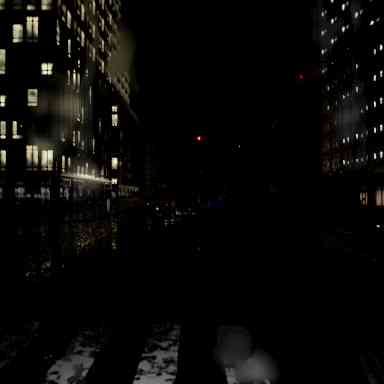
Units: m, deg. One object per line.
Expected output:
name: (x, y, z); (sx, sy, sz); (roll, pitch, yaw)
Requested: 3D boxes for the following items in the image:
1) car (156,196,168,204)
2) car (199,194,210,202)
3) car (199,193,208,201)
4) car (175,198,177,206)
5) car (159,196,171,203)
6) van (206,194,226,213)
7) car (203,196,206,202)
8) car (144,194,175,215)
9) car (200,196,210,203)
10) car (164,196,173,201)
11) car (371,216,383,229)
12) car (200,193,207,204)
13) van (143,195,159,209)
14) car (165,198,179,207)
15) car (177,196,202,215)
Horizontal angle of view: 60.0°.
car: (-5.652, 1.553, 63.568); (1.947, 1.339, 4.313); (0, 0, 0)
car: (2.781, 1.298, 74.609); (2.192, 1.841, 5.009); (0, 0, 0)
car: (2.833, 1.294, 85.687); (2.192, 1.841, 5.009); (0, 0, 0)
car: (-3.155, 1.518, 43.306); (1.812, 1.442, 4.674); (0, 0, 0)
car: (-5.626, 1.536, 69.107); (2.008, 1.369, 4.403); (0, 0, 0)
van: (2.715, 1.334, 35.837); (1.690, 1.788, 3.998); (0, 0, 0)
car: (2.650, 1.537, 41.375); (1.887, 1.381, 4.507); (0, 0, 0)
car: (-3.200, 1.216, 33.527); (2.150, 2.045, 5.566); (0, 0, 0)
car: (2.754, 1.530, 69.069); (1.887, 1.381, 4.507); (0, 0, 0)
car: (-5.574, 1.563, 80.186); (1.802, 1.307, 4.206); (0, 0, 0)
car: (13.826, 1.677, 20.005); (5.357, 1.411, 2.033); (0, 0, -1)
car: (2.730, 1.302, 63.529); (2.192, 1.841, 5.009); (0, 0, 0)
van: (-5.728, 1.332, 46.950); (1.690, 1.788, 3.998); (0, 0, 0)
car: (-3.102, 1.590, 53.379); (1.895, 1.301, 4.718); (0, 0, 0)
car: (-0.143, 1.471, 34.229); (1.882, 1.535, 5.008); (0, 0, 1)
